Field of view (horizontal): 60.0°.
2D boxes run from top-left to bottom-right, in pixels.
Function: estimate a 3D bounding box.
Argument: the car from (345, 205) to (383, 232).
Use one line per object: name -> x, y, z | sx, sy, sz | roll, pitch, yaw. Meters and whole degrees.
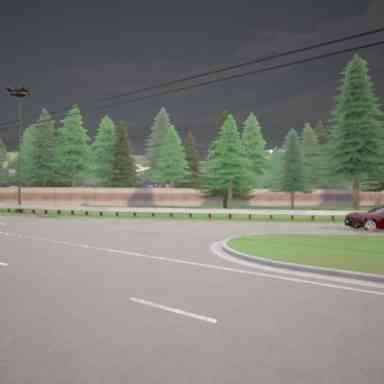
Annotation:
car -> 11.468, 1.468, 19.124 | 5.008, 1.535, 1.882 | 0, 0, 3
